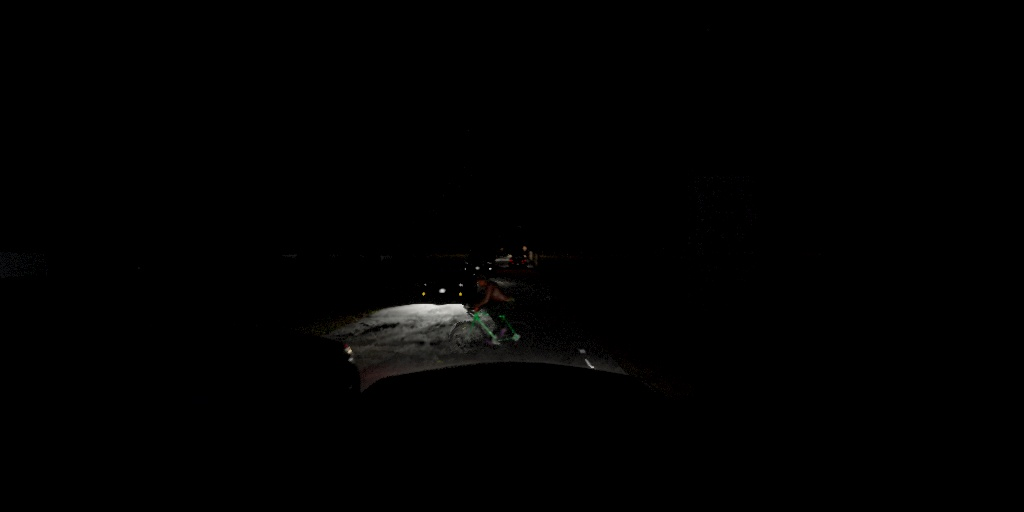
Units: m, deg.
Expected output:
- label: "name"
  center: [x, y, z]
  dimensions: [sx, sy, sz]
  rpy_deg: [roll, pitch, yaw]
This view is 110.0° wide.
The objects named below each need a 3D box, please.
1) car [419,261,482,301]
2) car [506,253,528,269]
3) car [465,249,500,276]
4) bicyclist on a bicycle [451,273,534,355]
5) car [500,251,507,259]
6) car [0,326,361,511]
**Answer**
- label: "car"
  center: [-2.647, 1.110, 15.787]
  dimensions: [1.994, 1.385, 4.181]
  rpy_deg: [0, 1, 1]
- label: "car"
  center: [0.607, 0.563, 37.453]
  dimensions: [1.812, 1.442, 4.674]
  rpy_deg: [0, 2, 1]
- label: "car"
  center: [-2.437, 0.473, 28.688]
  dimensions: [2.150, 2.045, 5.566]
  rpy_deg: [0, 1, 1]
- label: "bicyclist on a bicycle"
  center: [-0.401, 1.155, 7.026]
  dimensions: [1.656, 1.620, 0.582]
  rpy_deg: [-2, 0, 1]
- label: "car"
  center: [-1.876, -0.183, 64.691]
  dimensions: [1.837, 1.490, 4.892]
  rpy_deg: [0, 2, 1]
- label: "car"
  center: [-2.854, 1.303, 2.685]
  dimensions: [1.994, 1.385, 4.181]
  rpy_deg: [0, 1, 1]
